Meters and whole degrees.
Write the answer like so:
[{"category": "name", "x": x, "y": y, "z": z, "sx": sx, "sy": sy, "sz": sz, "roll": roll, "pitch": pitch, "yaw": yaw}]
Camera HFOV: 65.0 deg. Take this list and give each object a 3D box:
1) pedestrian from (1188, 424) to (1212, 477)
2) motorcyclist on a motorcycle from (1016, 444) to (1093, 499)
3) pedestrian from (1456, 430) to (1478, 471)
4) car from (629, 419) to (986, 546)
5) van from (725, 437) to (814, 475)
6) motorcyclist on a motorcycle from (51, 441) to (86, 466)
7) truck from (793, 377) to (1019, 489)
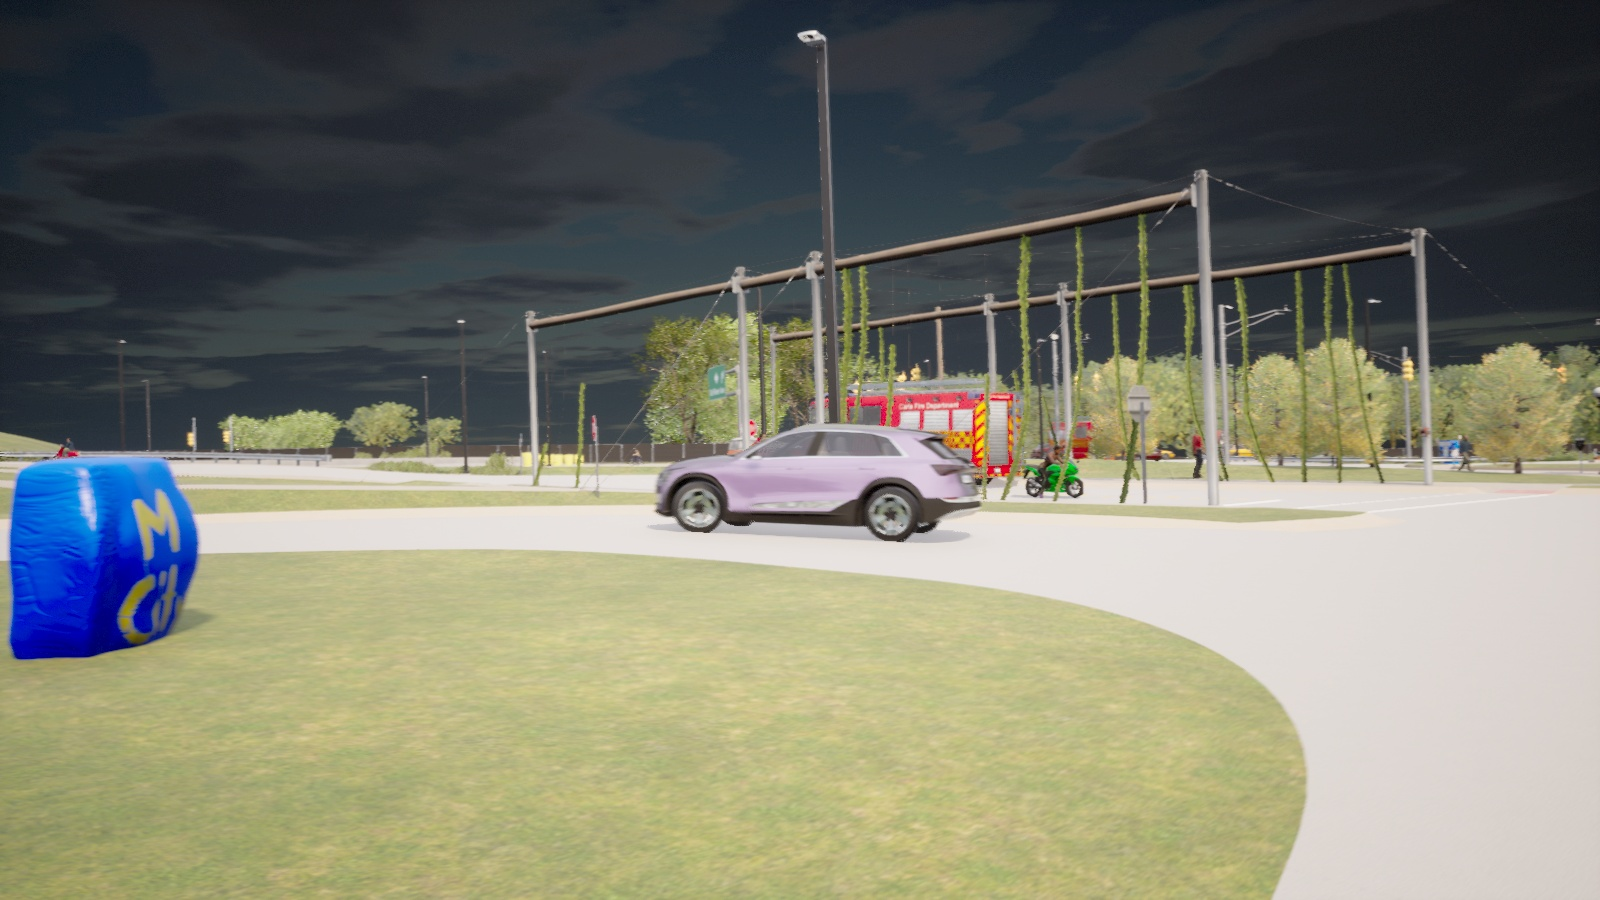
[{"category": "pedestrian", "x": 14.083, "y": 0.030, "z": 44.184, "sx": 0.331, "sy": 1.846, "sz": 0.636, "roll": -2, "pitch": -1, "yaw": -43}, {"category": "motorcyclist on a motorcycle", "x": 7.311, "y": 0.598, "z": 36.107, "sx": 0.797, "sy": 1.523, "sz": 2.044, "roll": -2, "pitch": 1, "yaw": -44}, {"category": "pedestrian", "x": 30.514, "y": 0.039, "z": 57.443, "sx": 0.402, "sy": 1.842, "sz": 0.726, "roll": -2, "pitch": -1, "yaw": -18}, {"category": "car", "x": 0.139, "y": 0.421, "z": 18.586, "sx": 4.856, "sy": 1.649, "sz": 2.033, "roll": 1, "pitch": 0, "yaw": 18}, {"category": "van", "x": -1.626, "y": 0.306, "z": 67.531, "sx": 4.442, "sy": 1.987, "sz": 1.775, "roll": 0, "pitch": -1, "yaw": -26}, {"category": "motorcyclist on a motorcycle", "x": -47.240, "y": 0.221, "z": 81.094, "sx": 1.817, "sy": 1.590, "sz": 0.866, "roll": 0, "pitch": 0, "yaw": 4}, {"category": "truck", "x": 3.786, "y": -0.583, "z": 46.911, "sx": 8.468, "sy": 3.827, "sz": 2.891, "roll": 0, "pitch": 1, "yaw": 45}]
